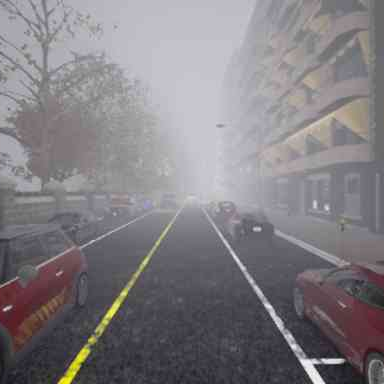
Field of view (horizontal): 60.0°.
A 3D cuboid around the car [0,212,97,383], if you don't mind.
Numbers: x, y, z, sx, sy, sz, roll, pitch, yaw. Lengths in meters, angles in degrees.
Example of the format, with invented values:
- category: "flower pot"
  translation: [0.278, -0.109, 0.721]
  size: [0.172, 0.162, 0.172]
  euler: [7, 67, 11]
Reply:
- category: "car"
  translation: [-3.100, 1.352, 4.734]
  size: [2.097, 1.767, 4.553]
  euler: [0, 0, 0]

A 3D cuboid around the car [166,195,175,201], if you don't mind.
- category: "car"
  translation: [-5.724, 1.540, 88.930]
  size: [1.967, 1.590, 4.097]
  euler: [0, 0, 0]

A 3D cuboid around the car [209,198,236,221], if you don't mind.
- category: "car"
  translation: [2.680, 1.449, 26.999]
  size: [1.967, 1.590, 4.097]
  euler: [0, 0, 0]

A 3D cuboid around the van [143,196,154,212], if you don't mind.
- category: "van"
  translation: [-5.704, 1.360, 38.255]
  size: [1.690, 1.788, 3.998]
  euler: [0, 0, 0]

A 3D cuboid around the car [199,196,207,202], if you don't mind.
- category: "car"
  translation: [2.659, 1.633, 83.302]
  size: [1.887, 1.381, 4.507]
  euler: [0, 0, 0]

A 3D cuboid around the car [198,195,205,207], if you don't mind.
- category: "car"
  translation: [2.333, 1.561, 51.912]
  size: [1.812, 1.442, 4.674]
  euler: [0, 0, 0]

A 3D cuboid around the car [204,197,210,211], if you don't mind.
- category: "car"
  translation: [2.676, 1.545, 38.429]
  size: [1.752, 1.417, 4.829]
  euler: [0, 0, 0]

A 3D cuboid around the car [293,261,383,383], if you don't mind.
- category: "car"
  translation: [2.689, 1.583, 4.478]
  size: [1.802, 1.307, 4.206]
  euler: [0, 0, 0]

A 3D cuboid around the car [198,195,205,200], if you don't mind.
- category: "car"
  translation: [2.654, 1.553, 94.562]
  size: [1.967, 1.590, 4.097]
  euler: [0, 0, 0]

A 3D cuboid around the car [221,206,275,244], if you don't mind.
- category: "car"
  translation: [2.684, 1.569, 15.739]
  size: [1.947, 1.339, 4.313]
  euler: [0, 0, 0]

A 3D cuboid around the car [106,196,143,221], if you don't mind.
- category: "car"
  translation: [-5.700, 1.323, 26.996]
  size: [2.192, 1.841, 5.009]
  euler: [0, 0, 0]

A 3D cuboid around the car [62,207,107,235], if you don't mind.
- category: "car"
  translation: [-5.696, 1.568, 15.735]
  size: [1.947, 1.339, 4.313]
  euler: [0, 0, 0]

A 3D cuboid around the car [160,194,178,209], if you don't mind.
- category: "car"
  translation: [-3.108, 1.249, 45.835]
  size: [2.150, 2.045, 5.566]
  euler: [0, 0, 0]

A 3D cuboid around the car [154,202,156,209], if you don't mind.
- category: "car"
  translation: [-5.707, 1.607, 43.886]
  size: [1.802, 1.307, 4.206]
  euler: [0, 0, 0]

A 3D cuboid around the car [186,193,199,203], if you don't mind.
- category: "car"
  translation: [-0.026, 1.153, 70.292]
  size: [2.150, 2.045, 5.566]
  euler: [0, 0, 0]

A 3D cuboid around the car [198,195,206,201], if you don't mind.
- category: "car"
  translation: [2.656, 1.645, 88.933]
  size: [1.887, 1.381, 4.507]
  euler: [0, 0, 0]

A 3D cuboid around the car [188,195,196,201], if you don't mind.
- category: "car"
  translation: [-0.031, 1.577, 86.422]
  size: [2.033, 1.411, 5.357]
  euler: [0, 0, 0]
